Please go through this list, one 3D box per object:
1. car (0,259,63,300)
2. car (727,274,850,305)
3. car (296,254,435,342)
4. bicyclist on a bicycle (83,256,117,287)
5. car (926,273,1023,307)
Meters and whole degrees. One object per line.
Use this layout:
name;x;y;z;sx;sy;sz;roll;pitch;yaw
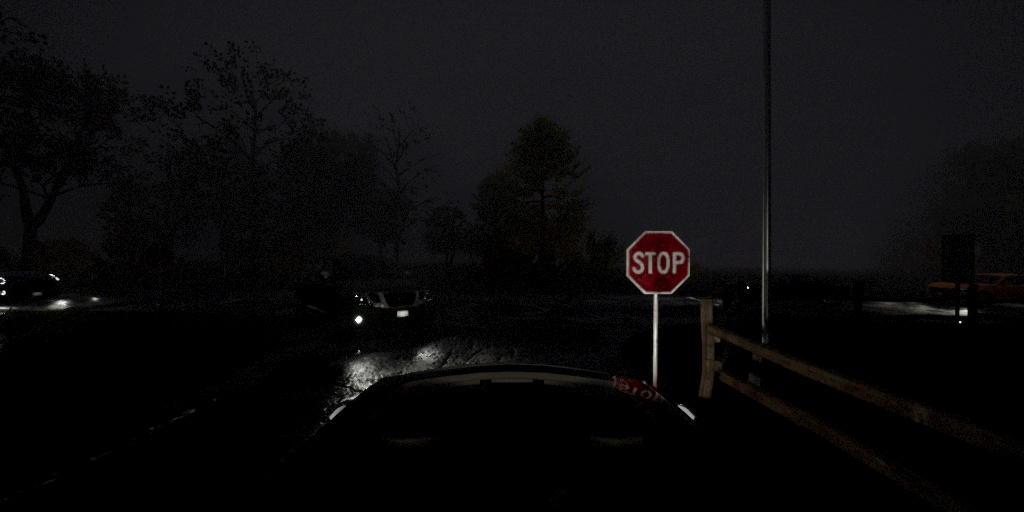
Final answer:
car;-20.545;0.852;13.818;4.553;1.767;2.097;1;1;0
car;12.789;1.523;16.907;4.718;1.301;1.895;1;1;0
car;-4.419;0.967;10.275;2.150;2.045;5.566;2;-1;-44
bicyclist on a bicycle;-22.709;0.850;19.789;0.582;1.620;1.656;1;0;0
car;22.689;1.541;16.914;5.008;1.535;1.882;1;1;0
